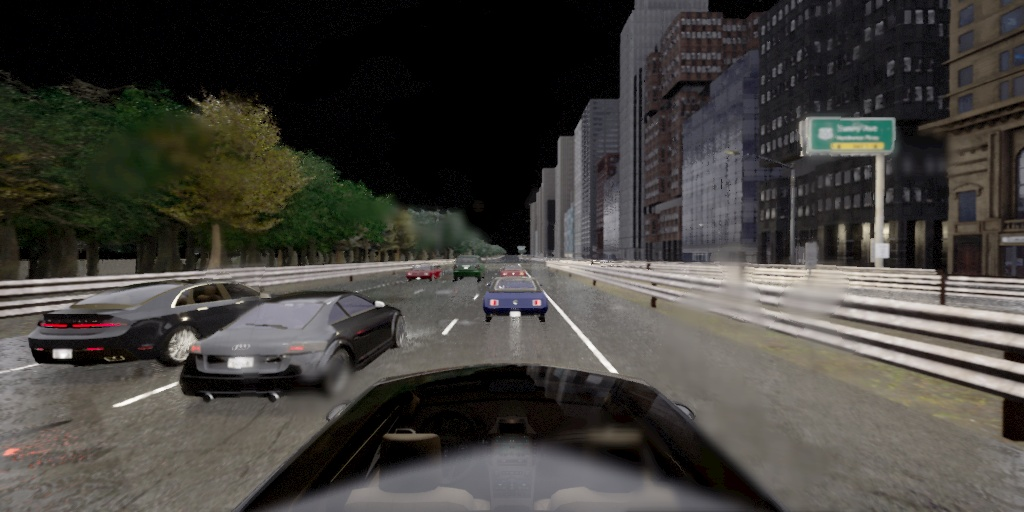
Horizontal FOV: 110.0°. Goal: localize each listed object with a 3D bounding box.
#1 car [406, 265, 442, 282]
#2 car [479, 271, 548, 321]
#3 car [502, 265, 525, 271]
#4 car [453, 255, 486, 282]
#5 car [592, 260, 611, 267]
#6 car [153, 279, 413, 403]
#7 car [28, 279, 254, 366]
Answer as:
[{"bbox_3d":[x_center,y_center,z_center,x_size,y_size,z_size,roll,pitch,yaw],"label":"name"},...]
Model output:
[{"bbox_3d":[-6.906,1.357,28.682,1.895,1.301,4.718,0,0,0],"label":"car"},{"bbox_3d":[0.100,1.350,12.349,1.895,1.301,4.718,0,0,0],"label":"car"},{"bbox_3d":[0.093,1.357,28.626,1.895,1.301,4.718,0,0,0],"label":"car"},{"bbox_3d":[-3.405,0.978,29.234,2.150,2.045,5.566,0,0,0],"label":"car"},{"bbox_3d":[12.398,1.348,51.665,2.163,1.488,4.792,0,0,-16],"label":"car"},{"bbox_3d":[-3.400,1.313,6.508,1.994,1.385,4.181,0,0,0],"label":"car"},{"bbox_3d":[-6.901,1.254,7.929,1.837,1.490,4.892,0,0,0],"label":"car"}]
